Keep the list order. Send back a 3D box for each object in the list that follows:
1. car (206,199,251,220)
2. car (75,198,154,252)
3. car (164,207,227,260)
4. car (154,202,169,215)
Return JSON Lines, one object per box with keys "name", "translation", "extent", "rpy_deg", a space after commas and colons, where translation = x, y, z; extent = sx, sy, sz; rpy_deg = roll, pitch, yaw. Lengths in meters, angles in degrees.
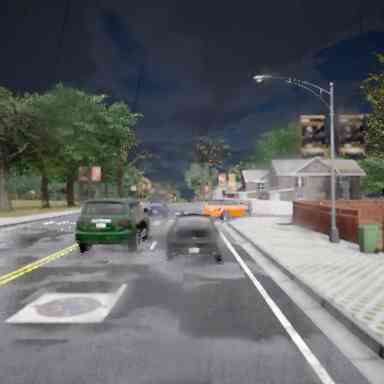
{"name": "car", "translation": [3.105, 1.447, 28.540], "extent": [2.097, 1.767, 4.553], "rpy_deg": [0, 0, 45]}
{"name": "car", "translation": [-3.180, 1.273, 14.292], "extent": [2.150, 2.045, 5.566], "rpy_deg": [0, 0, 0]}
{"name": "car", "translation": [0.067, 1.551, 12.660], "extent": [1.837, 1.490, 4.892], "rpy_deg": [0, 0, 0]}
{"name": "car", "translation": [-3.213, 1.701, 31.571], "extent": [1.812, 1.442, 4.674], "rpy_deg": [0, -2, 0]}
